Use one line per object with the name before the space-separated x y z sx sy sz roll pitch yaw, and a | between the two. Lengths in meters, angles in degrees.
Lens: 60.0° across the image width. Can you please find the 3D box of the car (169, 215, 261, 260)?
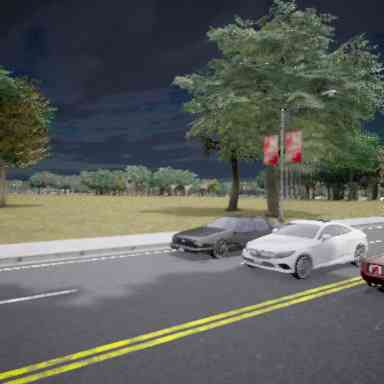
car | 1.806 1.608 12.964 5.357 1.411 2.033 1 0 -36

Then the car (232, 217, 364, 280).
car | 3.654 1.585 10.272 4.674 1.442 1.812 0 0 -36

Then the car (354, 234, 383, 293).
car | 6.006 1.663 7.726 4.718 1.301 1.895 0 0 -36
